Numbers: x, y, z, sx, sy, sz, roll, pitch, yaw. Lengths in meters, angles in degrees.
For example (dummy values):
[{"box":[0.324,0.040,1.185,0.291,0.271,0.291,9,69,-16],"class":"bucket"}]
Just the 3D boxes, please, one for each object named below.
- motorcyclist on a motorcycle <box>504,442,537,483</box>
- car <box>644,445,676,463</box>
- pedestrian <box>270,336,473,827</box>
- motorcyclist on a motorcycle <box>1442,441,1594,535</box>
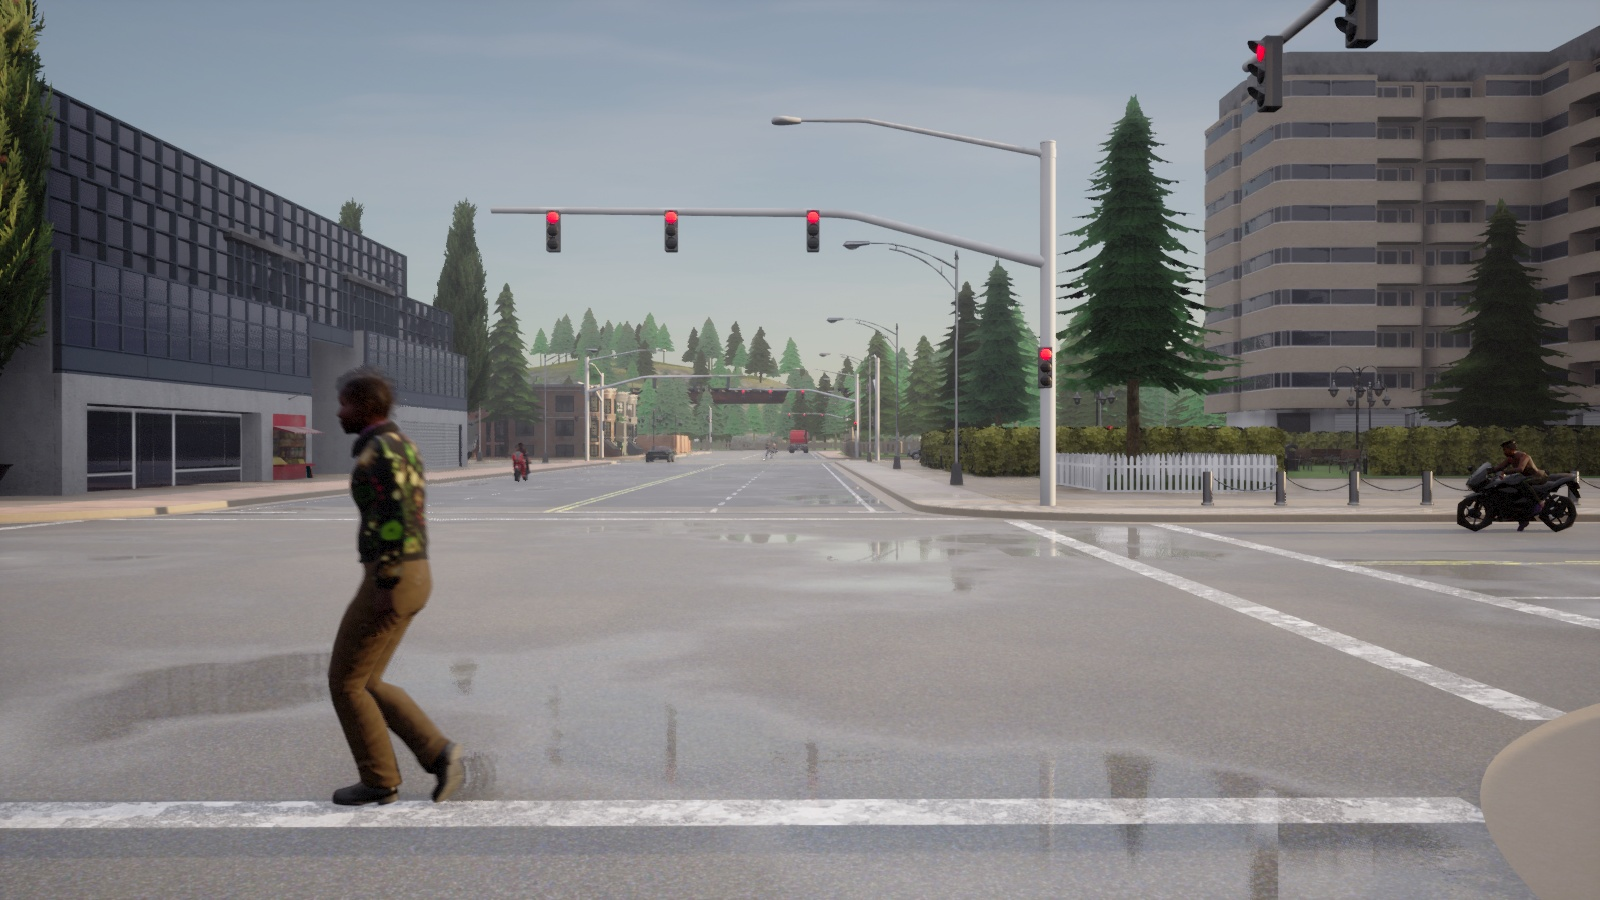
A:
[{"box":[-10.669,0.449,47.984,0.797,1.523,2.044,0,0,0],"class":"motorcyclist on a motorcycle"},{"box":[-10.663,0.298,95.677,1.895,1.301,4.718,0,0,0],"class":"car"},{"box":[-1.741,0.517,5.144,0.692,1.930,0.395,0,0,2],"class":"pedestrian"},{"box":[11.870,0.621,20.800,2.044,1.523,0.797,0,0,0],"class":"motorcyclist on a motorcycle"}]
